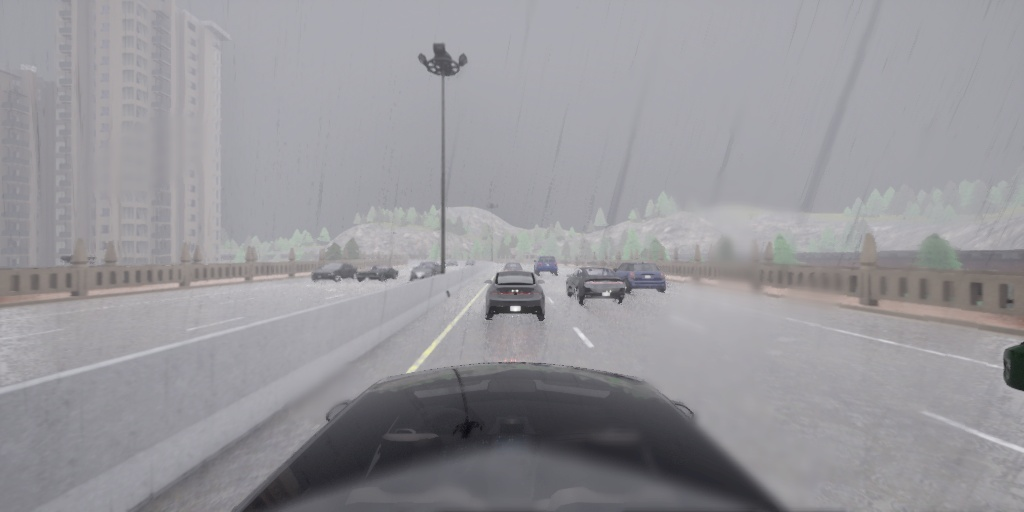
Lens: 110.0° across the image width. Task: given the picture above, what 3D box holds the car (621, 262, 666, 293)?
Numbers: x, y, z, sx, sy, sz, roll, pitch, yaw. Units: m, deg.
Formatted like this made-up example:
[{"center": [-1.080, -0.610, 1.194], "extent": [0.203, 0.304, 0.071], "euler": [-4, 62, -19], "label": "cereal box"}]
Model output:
[{"center": [7.101, 1.111, 20.877], "extent": [2.097, 1.767, 4.553], "euler": [0, 0, 0], "label": "car"}]

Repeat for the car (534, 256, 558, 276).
[{"center": [3.603, 1.015, 38.658], "extent": [2.150, 2.045, 5.566], "euler": [0, 0, 0], "label": "car"}]

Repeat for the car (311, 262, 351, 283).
[{"center": [-14.095, 1.250, 28.775], "extent": [1.882, 1.535, 5.008], "euler": [0, 0, 0], "label": "car"}]

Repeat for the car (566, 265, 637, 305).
[{"center": [3.600, 1.247, 16.129], "extent": [2.128, 1.511, 4.902], "euler": [0, 0, 0], "label": "car"}]

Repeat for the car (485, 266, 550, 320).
[{"center": [0.100, 1.258, 12.684], "extent": [1.837, 1.490, 4.892], "euler": [0, 0, 0], "label": "car"}]

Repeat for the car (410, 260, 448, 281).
[{"center": [-7.094, 1.265, 30.036], "extent": [2.128, 1.511, 4.902], "euler": [0, 0, 0], "label": "car"}]

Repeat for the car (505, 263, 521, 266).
[{"center": [0.102, 1.329, 33.985], "extent": [2.033, 1.411, 5.357], "euler": [0, 0, 0], "label": "car"}]

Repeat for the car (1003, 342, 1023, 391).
[{"center": [7.100, 0.971, 1.908], "extent": [2.150, 2.045, 5.566], "euler": [0, 0, 0], "label": "car"}]

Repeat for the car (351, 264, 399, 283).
[{"center": [-10.597, 1.372, 28.468], "extent": [1.895, 1.301, 4.718], "euler": [0, 0, 0], "label": "car"}]
